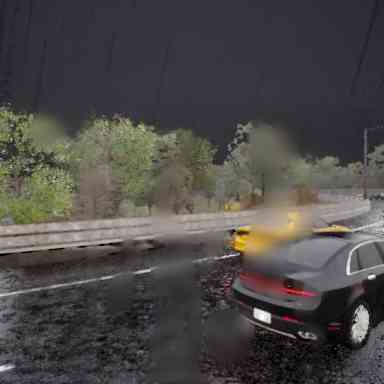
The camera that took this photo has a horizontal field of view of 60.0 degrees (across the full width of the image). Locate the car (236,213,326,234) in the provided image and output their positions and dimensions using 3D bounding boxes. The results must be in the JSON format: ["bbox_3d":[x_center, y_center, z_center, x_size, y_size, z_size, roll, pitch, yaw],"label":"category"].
[{"bbox_3d":[3.618,1.467,11.426,5.008,1.535,1.882,0,0,-40],"label":"car"}]

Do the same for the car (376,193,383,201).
[{"bbox_3d":[42.335,1.188,74.314,1.837,1.490,4.892,0,0,7],"label":"car"}]

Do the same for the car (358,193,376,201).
[{"bbox_3d":[38.882,1.301,74.891,1.895,1.301,4.718,0,0,7],"label":"car"}]

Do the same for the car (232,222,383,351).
[{"bbox_3d":[2.890,1.496,6.260,4.892,1.490,1.837,-1,0,-39],"label":"car"}]
